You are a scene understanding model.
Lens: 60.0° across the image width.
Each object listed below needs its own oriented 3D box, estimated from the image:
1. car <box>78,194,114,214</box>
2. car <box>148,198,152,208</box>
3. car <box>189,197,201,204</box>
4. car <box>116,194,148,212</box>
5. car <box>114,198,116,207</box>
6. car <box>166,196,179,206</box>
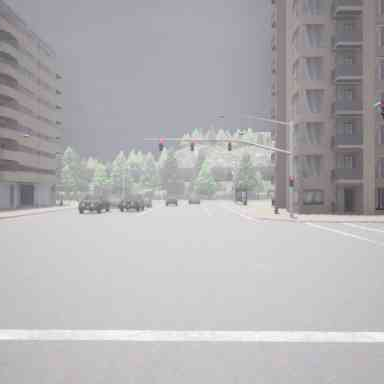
[{"bbox_3d":[-10.517,1.221,36.213,2.150,2.045,5.566,0,0,0],"label":"car"},{"bbox_3d":[-6.974,1.526,48.947,1.812,1.442,4.674,0,0,0],"label":"car"},{"bbox_3d":[0.476,1.564,61.497,1.994,1.385,4.181,0,0,5],"label":"car"},{"bbox_3d":[-7.009,1.221,39.418,2.150,2.045,5.566,0,0,0],"label":"car"},{"bbox_3d":[-10.489,1.526,45.817,1.812,1.442,4.674,0,0,0],"label":"car"},{"bbox_3d":[-3.286,1.505,54.671,1.837,1.490,4.892,0,0,0],"label":"car"}]
